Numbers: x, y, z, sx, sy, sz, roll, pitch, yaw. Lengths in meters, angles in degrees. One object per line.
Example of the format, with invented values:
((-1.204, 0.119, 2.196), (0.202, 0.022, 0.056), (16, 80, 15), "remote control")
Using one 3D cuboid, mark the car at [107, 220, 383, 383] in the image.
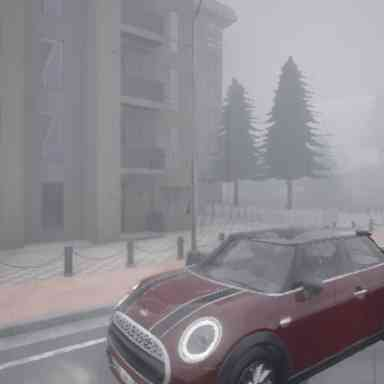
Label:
((1.153, 1.353, 4.782), (4.553, 1.767, 2.097), (0, 0, -35), "car")
